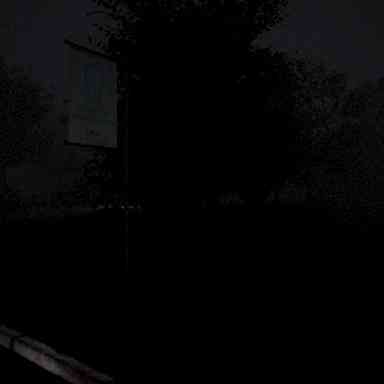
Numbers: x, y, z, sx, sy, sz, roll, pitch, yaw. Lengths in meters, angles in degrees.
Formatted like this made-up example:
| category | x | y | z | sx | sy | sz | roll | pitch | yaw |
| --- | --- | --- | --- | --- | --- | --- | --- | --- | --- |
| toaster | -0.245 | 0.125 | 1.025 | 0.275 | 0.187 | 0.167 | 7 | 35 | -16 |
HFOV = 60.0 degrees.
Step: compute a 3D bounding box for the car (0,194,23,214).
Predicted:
| category | x | y | z | sx | sy | sz | roll | pitch | yaw |
| --- | --- | --- | --- | --- | --- | --- | --- | --- | --- |
| car | -20.286 | 1.220 | 33.965 | 2.150 | 2.045 | 5.566 | 0 | 0 | 39 |
